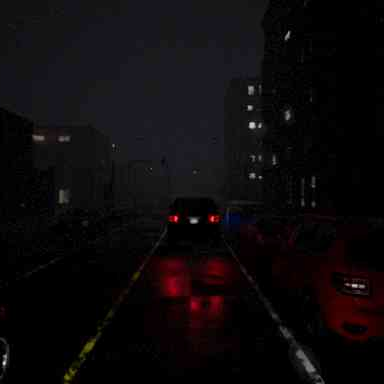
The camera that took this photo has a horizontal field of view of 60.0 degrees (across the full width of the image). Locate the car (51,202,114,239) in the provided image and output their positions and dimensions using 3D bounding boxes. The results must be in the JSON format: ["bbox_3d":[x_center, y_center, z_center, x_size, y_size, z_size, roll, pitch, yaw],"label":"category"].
[{"bbox_3d":[-5.669,1.444,17.176,1.967,1.590,4.097,1,0,0],"label":"car"}]

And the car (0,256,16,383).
[{"bbox_3d":[-3.099,1.565,2.284,1.994,1.385,4.181,0,0,0],"label":"car"}]

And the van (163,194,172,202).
[{"bbox_3d":[-5.653,1.353,77.315,1.690,1.788,3.998,1,0,0],"label":"van"}]

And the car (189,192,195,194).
[{"bbox_3d":[0.022,1.424,90.286,2.128,1.511,4.902,0,0,0],"label":"car"}]

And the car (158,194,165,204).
[{"bbox_3d":[-5.737,1.555,65.945,1.887,1.381,4.507,1,0,0],"label":"car"}]

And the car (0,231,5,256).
[{"bbox_3d":[-5.670,1.317,6.361,2.192,1.841,5.009,1,0,0],"label":"car"}]

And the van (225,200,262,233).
[{"bbox_3d":[2.712,1.345,17.166,1.690,1.788,3.998,1,0,0],"label":"van"}]

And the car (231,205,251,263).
[{"bbox_3d":[2.709,1.442,11.759,1.967,1.590,4.097,1,0,0],"label":"car"}]

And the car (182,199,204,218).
[{"bbox_3d":[0.108,1.484,31.247,1.882,1.535,5.008,0,0,0],"label":"car"}]

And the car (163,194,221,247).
[{"bbox_3d":[0.098,1.220,15.226,2.150,2.045,5.566,0,-1,1],"label":"car"}]

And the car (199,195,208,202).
[{"bbox_3d":[2.725,1.451,77.373,1.967,1.590,4.097,1,0,0],"label":"car"}]

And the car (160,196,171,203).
[{"bbox_3d":[-5.659,1.556,71.627,1.887,1.381,4.507,1,0,0],"label":"car"}]

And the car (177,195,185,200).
[{"bbox_3d":[-2.977,1.534,94.262,2.128,1.511,4.902,0,0,0],"label":"car"}]

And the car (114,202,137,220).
[{"bbox_3d":[-5.670,1.557,27.990,2.008,1.369,4.403,1,0,0],"label":"car"}]

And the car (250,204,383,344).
[{"bbox_3d":[2.710,1.316,6.352,2.192,1.841,5.009,1,0,0],"label":"car"}]

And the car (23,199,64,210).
[{"bbox_3d":[-19.289,1.622,43.247,4.507,1.381,1.887,0,-1,1],"label":"car"}]
